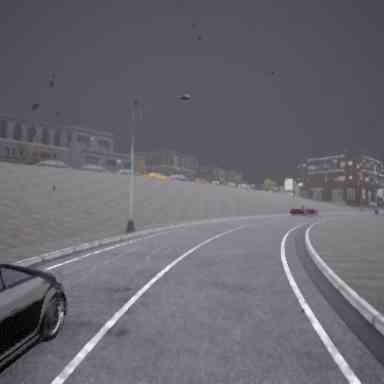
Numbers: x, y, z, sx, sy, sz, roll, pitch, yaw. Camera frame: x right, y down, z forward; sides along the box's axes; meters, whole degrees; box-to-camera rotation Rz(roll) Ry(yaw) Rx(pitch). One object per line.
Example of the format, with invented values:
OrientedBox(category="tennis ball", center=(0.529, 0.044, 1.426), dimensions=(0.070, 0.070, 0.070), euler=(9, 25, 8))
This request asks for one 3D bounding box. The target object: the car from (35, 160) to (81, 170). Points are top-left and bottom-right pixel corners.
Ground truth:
OrientedBox(category="car", center=(-17.413, -3.203, 42.509), dimensions=(4.892, 1.521, 2.231), euler=(4, -5, -44))

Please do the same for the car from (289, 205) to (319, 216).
OrientedBox(category="car", center=(14.128, 2.321, 41.899), dimensions=(1.895, 1.301, 4.718), euler=(-3, -4, 44))

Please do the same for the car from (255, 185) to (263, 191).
OrientedBox(category="car", center=(15.123, -0.668, 80.369), dimensions=(2.435, 2.045, 5.566), euler=(-2, -5, 36))

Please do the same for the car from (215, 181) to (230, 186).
OrientedBox(category="car", center=(5.098, -1.398, 67.072), dimensions=(2.002, 1.452, 4.674), euler=(-3, -5, 39))

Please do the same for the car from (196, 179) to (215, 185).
OrientedBox(category="car", center=(1.593, -1.716, 62.821), dimensions=(2.163, 1.488, 4.792), euler=(-3, -5, 40))

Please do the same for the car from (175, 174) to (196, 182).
OrientedBox(category="car", center=(-2.128, -2.186, 58.488), dimensions=(2.185, 1.767, 4.553), euler=(-3, -5, 42))

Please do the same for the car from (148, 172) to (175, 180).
OrientedBox(category="car", center=(-5.816, -2.360, 54.377), dimensions=(2.097, 1.535, 5.008), euler=(-3, -5, 43))

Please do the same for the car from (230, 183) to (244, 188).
OrientedBox(category="car", center=(8.450, -1.128, 71.325), dimensions=(2.231, 1.521, 4.892), euler=(-3, -5, 38))

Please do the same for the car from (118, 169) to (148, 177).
OrientedBox(category="car", center=(-9.607, -2.616, 50.333), dimensions=(2.002, 1.452, 4.674), euler=(-3, -5, 44))

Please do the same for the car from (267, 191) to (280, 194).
OrientedBox(category="car", center=(21.274, 0.427, 89.484), dimensions=(2.002, 1.452, 4.674), euler=(-2, -5, 33))

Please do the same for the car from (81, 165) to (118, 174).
OrientedBox(category="car", center=(-13.483, -2.941, 46.376), dimensions=(4.892, 1.521, 2.231), euler=(4, -5, -45))

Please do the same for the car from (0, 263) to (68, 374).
OrientedBox(category="car", center=(-3.167, 1.559, 3.801), dimensions=(1.994, 1.385, 4.181), euler=(0, 0, 6))

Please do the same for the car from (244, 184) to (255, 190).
OrientedBox(category="car", center=(11.835, -0.910, 75.827), dimensions=(2.185, 1.767, 4.553), euler=(-2, -5, 37))
